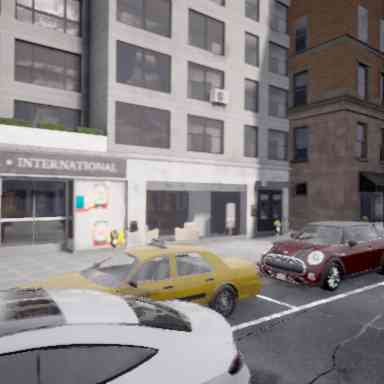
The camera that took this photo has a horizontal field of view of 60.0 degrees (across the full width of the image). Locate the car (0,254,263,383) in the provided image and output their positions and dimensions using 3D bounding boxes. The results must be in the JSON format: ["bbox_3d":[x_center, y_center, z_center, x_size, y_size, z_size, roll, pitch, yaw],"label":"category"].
[{"bbox_3d":[-1.632,1.524,2.216,4.674,1.442,1.812,1,-1,-36],"label":"car"}]

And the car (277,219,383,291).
[{"bbox_3d":[3.796,1.555,9.243,4.097,1.590,1.967,1,-1,-36],"label":"car"}]

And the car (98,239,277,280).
[{"bbox_3d":[-0.841,1.562,5.935,4.829,1.417,1.752,1,-1,-35],"label":"car"}]
